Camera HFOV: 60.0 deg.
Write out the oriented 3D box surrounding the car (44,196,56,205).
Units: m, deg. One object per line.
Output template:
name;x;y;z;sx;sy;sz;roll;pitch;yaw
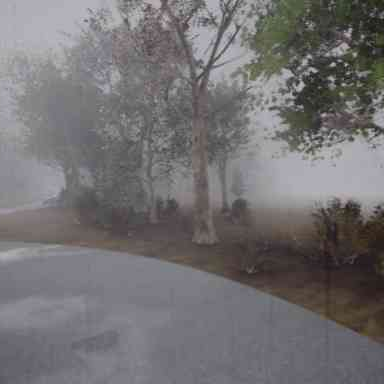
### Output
car;-26.737;1.536;62.927;1.812;1.442;4.674;-2;2;-11
